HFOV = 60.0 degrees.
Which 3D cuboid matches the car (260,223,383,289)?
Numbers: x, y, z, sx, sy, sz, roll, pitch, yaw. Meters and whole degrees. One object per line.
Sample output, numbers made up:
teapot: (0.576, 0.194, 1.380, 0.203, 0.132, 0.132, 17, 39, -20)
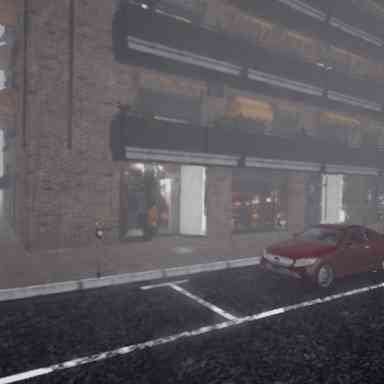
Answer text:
car: (3.721, 1.500, 8.774, 4.206, 1.307, 1.802, 1, 1, -32)
